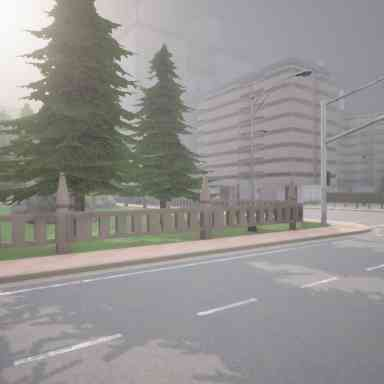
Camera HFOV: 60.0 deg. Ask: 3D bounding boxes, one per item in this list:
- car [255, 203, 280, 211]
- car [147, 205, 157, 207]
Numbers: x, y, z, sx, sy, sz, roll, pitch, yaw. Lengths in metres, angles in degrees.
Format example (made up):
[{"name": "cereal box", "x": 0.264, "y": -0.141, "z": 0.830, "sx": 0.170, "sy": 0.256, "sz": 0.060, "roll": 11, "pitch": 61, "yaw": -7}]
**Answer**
[{"name": "car", "x": 8.186, "y": 1.601, "z": 31.841, "sx": 1.895, "sy": 1.301, "sz": 4.718, "roll": 0, "pitch": 0, "yaw": -35}, {"name": "car", "x": -5.578, "y": 1.601, "z": 51.298, "sx": 1.895, "sy": 1.301, "sz": 4.718, "roll": 0, "pitch": 0, "yaw": -35}]
